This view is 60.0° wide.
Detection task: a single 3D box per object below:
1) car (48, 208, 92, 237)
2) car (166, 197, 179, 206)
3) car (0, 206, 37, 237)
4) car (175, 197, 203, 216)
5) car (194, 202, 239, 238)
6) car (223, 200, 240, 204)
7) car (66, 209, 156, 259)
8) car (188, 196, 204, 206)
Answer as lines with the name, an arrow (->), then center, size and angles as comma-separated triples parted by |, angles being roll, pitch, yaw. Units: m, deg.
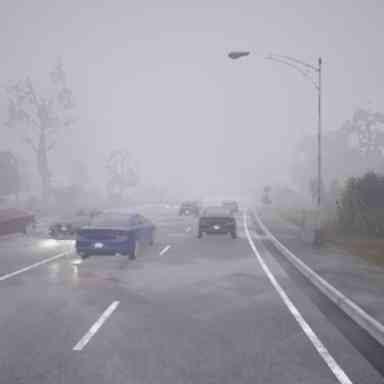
car -> -5.853, 1.566, 17.773 | 1.994, 1.385, 4.181 | 0, 0, 7
car -> -3.132, 1.566, 57.335 | 1.837, 1.490, 4.892 | 0, 0, 10
car -> -9.563, 1.462, 16.041 | 1.882, 1.535, 5.008 | 0, 0, 6
car -> -0.058, 1.551, 32.415 | 1.837, 1.490, 4.892 | 0, 0, 9
car -> 1.423, 1.511, 18.019 | 1.882, 1.535, 5.008 | 0, 0, 7
car -> 4.065, 1.561, 35.971 | 2.128, 1.511, 4.902 | 0, 0, 9
car -> -2.659, 1.486, 12.665 | 1.882, 1.535, 5.008 | 0, 0, 5
car -> 0.844, 1.576, 59.770 | 2.128, 1.511, 4.902 | 0, 0, 10
